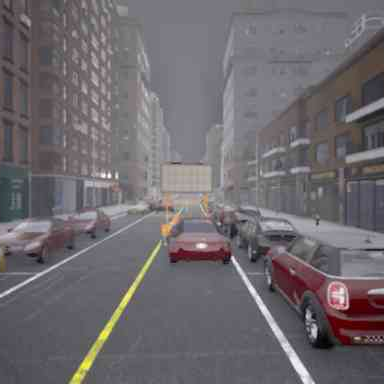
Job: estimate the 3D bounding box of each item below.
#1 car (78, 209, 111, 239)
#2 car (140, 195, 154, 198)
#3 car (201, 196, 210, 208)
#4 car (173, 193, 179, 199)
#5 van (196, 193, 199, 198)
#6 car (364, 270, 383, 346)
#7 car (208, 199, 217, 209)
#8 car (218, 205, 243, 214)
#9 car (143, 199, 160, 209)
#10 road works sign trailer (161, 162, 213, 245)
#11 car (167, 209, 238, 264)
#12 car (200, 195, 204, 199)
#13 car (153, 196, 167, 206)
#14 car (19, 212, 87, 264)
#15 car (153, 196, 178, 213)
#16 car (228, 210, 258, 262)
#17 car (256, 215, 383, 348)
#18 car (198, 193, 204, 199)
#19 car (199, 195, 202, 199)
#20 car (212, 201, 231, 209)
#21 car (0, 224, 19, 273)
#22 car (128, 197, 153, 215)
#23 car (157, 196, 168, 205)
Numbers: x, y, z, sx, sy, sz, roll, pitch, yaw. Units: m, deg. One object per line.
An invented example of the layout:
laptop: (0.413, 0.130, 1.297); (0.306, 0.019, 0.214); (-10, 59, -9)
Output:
car: (-5.388, 1.579, 17.317); (1.802, 1.307, 4.206); (0, 0, 0)
car: (-5.390, 1.319, 39.390); (2.192, 1.841, 5.009); (0, 0, 0)
car: (2.635, 1.556, 44.916); (2.008, 1.369, 4.403); (0, 0, 0)
car: (-5.392, 1.571, 94.063); (2.008, 1.369, 4.403); (0, 0, 0)
van: (2.633, 1.362, 94.073); (1.690, 1.788, 3.998); (0, 0, 0)
car: (2.638, 1.525, 0.935); (1.752, 1.417, 4.829); (0, 0, 0)
car: (2.636, 1.551, 28.359); (2.008, 1.369, 4.403); (0, 0, 0)
car: (2.637, 1.563, 17.321); (1.947, 1.339, 4.313); (0, 0, 0)
car: (-5.390, 1.587, 44.908); (1.802, 1.307, 4.206); (0, 0, 0)
road works sign trailer: (-0.245, 0.443, 15.328); (2.380, 3.560, 2.880); (0, -1, -5)
car: (0.140, 1.546, 11.821); (1.994, 1.385, 4.181); (0, 0, -4)
car: (2.635, 1.558, 50.434); (2.008, 1.369, 4.403); (0, 0, 0)
car: (-5.390, 1.449, 55.946); (1.967, 1.590, 4.097); (0, 0, 0)
car: (-5.388, 1.578, 11.799); (1.802, 1.307, 4.206); (0, 0, 0)
car: (-2.848, 1.480, 36.552); (1.882, 1.535, 5.008); (0, 0, 0)
car: (2.637, 1.547, 11.803); (2.008, 1.369, 4.403); (0, 0, 0)
car: (2.638, 1.438, 6.284); (1.967, 1.590, 4.097); (0, 0, 0)
car: (2.634, 1.452, 61.473); (1.967, 1.590, 4.097); (0, 0, 0)
car: (2.635, 1.592, 55.953); (1.802, 1.307, 4.206); (0, 0, 0)
car: (2.636, 1.543, 22.840); (1.887, 1.381, 4.507); (0, 0, 0)
car: (-5.387, 1.523, 6.110); (1.752, 1.417, 4.829); (0, 0, 0)
car: (-5.385, 1.527, 33.704); (1.752, 1.417, 4.829); (0, 0, 0)
car: (-5.391, 1.537, 61.293); (1.752, 1.417, 4.829); (0, 0, 0)
